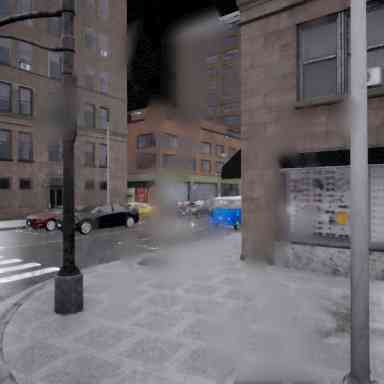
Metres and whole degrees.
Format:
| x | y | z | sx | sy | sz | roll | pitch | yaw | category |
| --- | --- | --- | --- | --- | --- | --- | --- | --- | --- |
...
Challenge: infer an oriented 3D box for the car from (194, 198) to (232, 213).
| x | y | z | sx | sy | sz | roll | pitch | yaw | category |
| --- | --- | --- | --- | --- | --- | --- | --- | --- | --- |
| 2.151 | 1.321 | 33.223 | 1.802 | 1.307 | 4.206 | 0 | 1 | 36 | car |

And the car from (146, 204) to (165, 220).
| x | y | z | sx | sy | sz | roll | pitch | yaw | category |
| --- | --- | --- | --- | --- | --- | --- | --- | --- | --- |
| -4.408 | 1.370 | 24.199 | 1.752 | 1.417 | 4.829 | 0 | 1 | 36 | car |

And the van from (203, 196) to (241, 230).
| x | y | z | sx | sy | sz | roll | pitch | yaw | category |
| --- | --- | --- | --- | --- | --- | --- | --- | --- | --- |
| 2.608 | 1.145 | 19.338 | 1.690 | 1.788 | 3.998 | 0 | 1 | 36 | van |

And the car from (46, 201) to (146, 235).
| x | y | z | sx | sy | sz | roll | pitch | yaw | category |
| --- | --- | --- | --- | --- | --- | --- | --- | --- | --- |
| -5.140 | 1.358 | 18.529 | 1.882 | 1.535 | 5.008 | 0 | 0 | 35 | car |

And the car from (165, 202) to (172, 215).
| x | y | z | sx | sy | sz | roll | pitch | yaw | category |
| --- | --- | --- | --- | --- | --- | --- | --- | --- | --- |
| -1.078 | 1.373 | 28.781 | 1.802 | 1.307 | 4.206 | 0 | 1 | 36 | car |

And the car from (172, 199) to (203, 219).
| x | y | z | sx | sy | sz | roll | pitch | yaw | category |
| --- | --- | --- | --- | --- | --- | --- | --- | --- | --- |
| 0.756 | 1.310 | 26.623 | 1.812 | 1.442 | 4.674 | 0 | 0 | 36 | car |

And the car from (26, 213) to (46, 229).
| x | y | z | sx | sy | sz | roll | pitch | yaw | category |
| --- | --- | --- | --- | --- | --- | --- | --- | --- | --- |
| -7.538 | 1.441 | 19.894 | 1.887 | 1.381 | 4.507 | 0 | 1 | 36 | car |
